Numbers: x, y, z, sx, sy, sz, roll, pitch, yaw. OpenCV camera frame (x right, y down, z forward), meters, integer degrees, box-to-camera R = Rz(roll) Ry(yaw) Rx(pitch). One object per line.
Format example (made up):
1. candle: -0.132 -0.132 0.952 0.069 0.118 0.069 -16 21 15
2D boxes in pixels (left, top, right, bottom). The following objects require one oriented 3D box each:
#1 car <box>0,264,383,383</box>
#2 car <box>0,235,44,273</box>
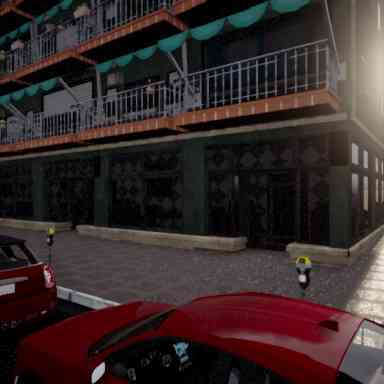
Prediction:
1. car: 0.312 1.545 2.656 4.507 1.381 1.887 0 0 36
2. car: -4.273 1.440 5.935 4.097 1.590 1.967 0 0 36
